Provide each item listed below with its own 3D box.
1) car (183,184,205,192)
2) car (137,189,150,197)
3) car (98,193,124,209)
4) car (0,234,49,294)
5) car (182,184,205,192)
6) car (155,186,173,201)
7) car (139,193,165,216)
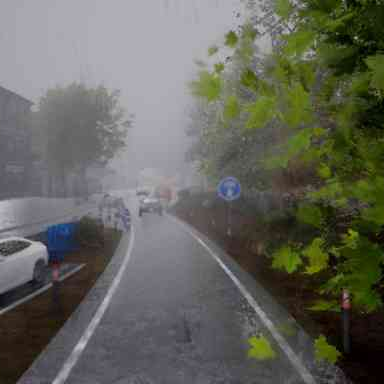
[{"bbox_3d":[0.612,-1.027,88.347,5.566,2.045,2.435,0,0,-22],"label":"car"},{"bbox_3d":[-8.448,0.098,57.957,1.895,1.301,4.718,0,2,-1],"label":"car"},{"bbox_3d":[-8.251,0.884,34.146,1.837,1.490,4.892,0,2,0],"label":"car"},{"bbox_3d":[-5.228,1.820,8.123,2.002,1.452,4.674,2,0,3],"label":"car"},{"bbox_3d":[0.439,-1.059,91.270,5.566,2.045,2.435,0,1,-22],"label":"car"},{"bbox_3d":[-3.937,0.149,46.030,2.150,2.045,5.566,0,2,0],"label":"car"},{"bbox_3d":[-3.388,1.129,27.787,1.812,1.442,4.674,-1,2,-6],"label":"car"}]
